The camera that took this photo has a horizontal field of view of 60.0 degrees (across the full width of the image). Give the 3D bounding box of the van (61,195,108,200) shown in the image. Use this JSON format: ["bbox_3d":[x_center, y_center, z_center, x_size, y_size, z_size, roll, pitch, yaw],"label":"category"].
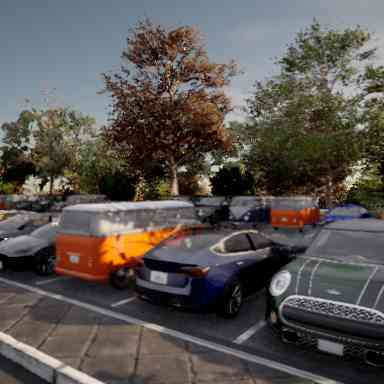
[{"bbox_3d":[-9.538,1.308,31.290,1.878,1.987,4.442,0,0,36],"label":"van"}]

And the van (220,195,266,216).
[{"bbox_3d":[3.913,1.267,21.311,1.878,1.987,4.442,0,0,36],"label":"van"}]

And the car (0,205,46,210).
[{"bbox_3d":[-8.250,1.540,14.061,2.163,1.488,4.792,0,0,36],"label":"car"}]

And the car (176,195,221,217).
[{"bbox_3d":[1.718,1.248,23.002,2.435,2.045,5.566,0,0,36],"label":"car"}]

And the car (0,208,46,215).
[{"bbox_3d":[-5.997,1.533,12.438,2.163,1.488,4.792,0,0,36],"label":"car"}]

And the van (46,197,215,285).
[{"bbox_3d":[-1.408,1.264,9.312,1.878,1.987,4.442,0,0,36],"label":"van"}]

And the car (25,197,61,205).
[{"bbox_3d":[-14.003,1.546,34.356,2.097,1.535,5.008,0,0,36],"label":"car"}]

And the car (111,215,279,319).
[{"bbox_3d":[0.795,1.513,7.617,2.163,1.488,4.792,0,0,36],"label":"car"}]

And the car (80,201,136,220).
[{"bbox_3d":[-7.356,1.567,29.578,2.002,1.452,4.674,0,0,36],"label":"car"}]

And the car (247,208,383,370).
[{"bbox_3d":[3.046,1.354,5.998,2.185,1.767,4.553,0,0,36],"label":"car"}]

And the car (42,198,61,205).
[{"bbox_3d":[-11.752,1.580,32.739,2.002,1.452,4.674,0,0,36],"label":"car"}]

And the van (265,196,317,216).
[{"bbox_3d":[6.297,1.260,19.881,1.878,1.987,4.442,0,0,36],"label":"van"}]

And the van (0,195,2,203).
[{"bbox_3d":[-20.675,1.341,39.313,1.878,1.987,4.442,0,0,36],"label":"van"}]

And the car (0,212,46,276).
[{"bbox_3d":[-3.745,1.527,10.816,2.163,1.488,4.792,0,0,36],"label":"car"}]

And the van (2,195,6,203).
[{"bbox_3d":[-18.528,1.334,37.767,1.878,1.987,4.442,0,0,36],"label":"van"}]

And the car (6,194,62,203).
[{"bbox_3d":[-16.365,1.302,36.030,2.435,2.045,5.566,0,0,36],"label":"car"}]

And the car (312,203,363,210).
[{"bbox_3d":[8.480,1.479,18.171,2.097,1.535,5.008,0,0,36],"label":"car"}]

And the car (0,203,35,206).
[{"bbox_3d":[-10.594,1.514,15.557,1.946,1.575,5.366,0,0,36],"label":"car"}]
